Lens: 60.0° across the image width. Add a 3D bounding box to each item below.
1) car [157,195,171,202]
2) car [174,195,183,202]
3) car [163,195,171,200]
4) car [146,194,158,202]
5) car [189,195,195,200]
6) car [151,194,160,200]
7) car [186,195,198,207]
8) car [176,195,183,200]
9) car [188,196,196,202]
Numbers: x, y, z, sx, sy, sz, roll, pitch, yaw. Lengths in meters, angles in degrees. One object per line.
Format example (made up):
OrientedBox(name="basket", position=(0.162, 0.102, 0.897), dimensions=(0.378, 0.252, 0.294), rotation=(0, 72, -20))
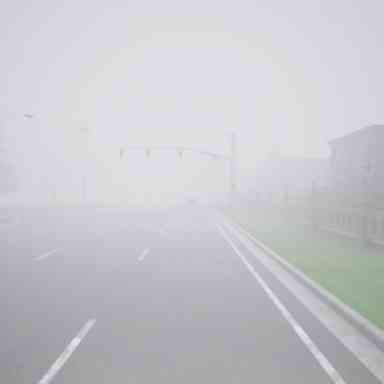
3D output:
OrientedBox(name="car", position=(-7.004, 1.642, 84.536), dimensions=(1.882, 1.535, 5.008), rotation=(0, 0, 0))
OrientedBox(name="car", position=(-3.504, 1.689, 84.536), dimensions=(2.128, 1.511, 4.902), rotation=(0, 0, 0))
OrientedBox(name="car", position=(-7.005, 1.578, 94.956), dimensions=(1.994, 1.385, 4.181), rotation=(0, 0, 0))
OrientedBox(name="car", position=(-10.504, 1.717, 84.919), dimensions=(1.994, 1.385, 4.181), rotation=(0, 0, 0))
OrientedBox(name="car", position=(-0.005, 1.550, 94.956), dimensions=(1.812, 1.442, 4.674), rotation=(0, 0, 0))
OrientedBox(name="car", position=(-10.505, 1.381, 94.926), dimensions=(2.097, 1.767, 4.553), rotation=(0, 0, 0))
OrientedBox(name="car", position=(-0.003, 1.614, 53.923), dimensions=(1.837, 1.490, 4.892), rotation=(0, 0, 0))
OrientedBox(name="car", position=(-3.505, 1.621, 94.986), dimensions=(1.895, 1.301, 4.718), rotation=(0, 0, 0))
OrientedBox(name="car", position=(-0.004, 1.703, 84.536), dimensions=(2.033, 1.411, 5.357), rotation=(0, 0, 0))
